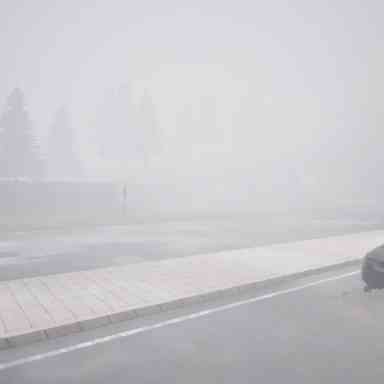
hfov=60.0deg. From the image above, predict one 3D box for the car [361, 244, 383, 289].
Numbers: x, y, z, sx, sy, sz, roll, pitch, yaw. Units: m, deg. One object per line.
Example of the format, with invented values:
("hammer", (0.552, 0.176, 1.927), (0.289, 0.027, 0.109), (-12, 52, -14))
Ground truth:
("car", (5.909, 1.564, 7.962), (4.181, 1.385, 1.994), (0, 0, -36))
